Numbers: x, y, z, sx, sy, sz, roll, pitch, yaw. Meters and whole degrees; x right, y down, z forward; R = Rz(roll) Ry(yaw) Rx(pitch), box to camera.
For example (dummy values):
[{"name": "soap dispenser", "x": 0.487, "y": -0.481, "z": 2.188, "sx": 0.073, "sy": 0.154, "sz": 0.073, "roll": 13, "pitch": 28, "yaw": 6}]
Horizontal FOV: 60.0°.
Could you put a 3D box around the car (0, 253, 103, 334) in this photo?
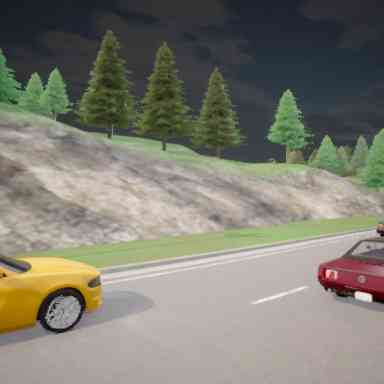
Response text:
[{"name": "car", "x": -3.968, "y": 1.562, "z": 5.306, "sx": 5.008, "sy": 1.535, "sz": 1.882, "roll": 0, "pitch": -1, "yaw": -35}]

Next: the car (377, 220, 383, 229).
[{"name": "car", "x": 12.188, "y": 1.834, "z": 18.708, "sx": 5.357, "sy": 1.411, "sz": 2.033, "roll": 1, "pitch": -1, "yaw": -42}]

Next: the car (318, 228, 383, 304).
[{"name": "car", "x": 4.961, "y": 1.721, "z": 7.747, "sx": 4.718, "sy": 1.301, "sz": 1.895, "roll": 1, "pitch": -1, "yaw": -40}]
